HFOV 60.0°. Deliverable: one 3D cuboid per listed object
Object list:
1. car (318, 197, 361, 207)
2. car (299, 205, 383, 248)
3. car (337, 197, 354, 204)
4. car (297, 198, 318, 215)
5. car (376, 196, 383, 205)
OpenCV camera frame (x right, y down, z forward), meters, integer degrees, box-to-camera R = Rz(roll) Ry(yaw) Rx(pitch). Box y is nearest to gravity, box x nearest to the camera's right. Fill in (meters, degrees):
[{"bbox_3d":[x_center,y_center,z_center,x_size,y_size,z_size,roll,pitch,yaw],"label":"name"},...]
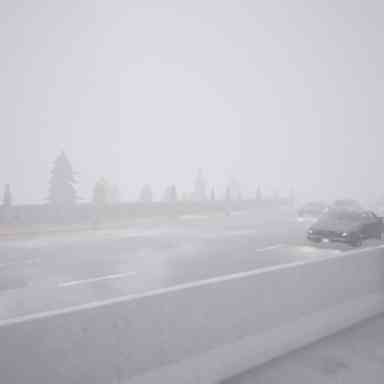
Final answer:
[{"bbox_3d":[11.598,1.318,25.309,2.097,1.767,4.553,0,0,38],"label":"car"},{"bbox_3d":[7.162,1.516,14.982,5.357,1.411,2.033,0,0,-45],"label":"car"},{"bbox_3d":[29.341,1.608,63.583,1.994,1.385,4.181,0,0,11],"label":"car"},{"bbox_3d":[11.346,1.527,30.639,2.033,1.411,5.357,0,0,36],"label":"car"},{"bbox_3d":[29.194,1.339,50.066,2.097,1.767,4.553,0,0,20],"label":"car"}]
